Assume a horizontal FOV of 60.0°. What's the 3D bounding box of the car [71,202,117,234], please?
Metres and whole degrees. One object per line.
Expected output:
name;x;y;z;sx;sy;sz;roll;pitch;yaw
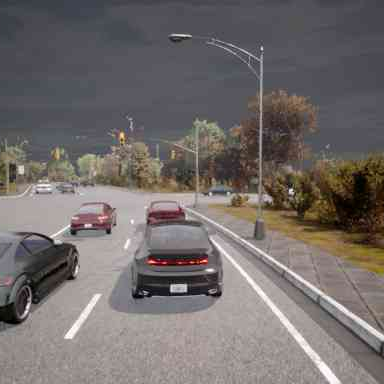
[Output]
car;-4.913;1.241;16.936;1.812;1.442;4.674;0;2;-8

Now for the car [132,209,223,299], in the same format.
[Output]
car;-0.401;1.428;8.340;1.837;1.490;4.892;0;1;-4

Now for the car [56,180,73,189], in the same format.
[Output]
car;-23.609;-1.009;61.677;1.837;1.490;4.892;-1;4;-24

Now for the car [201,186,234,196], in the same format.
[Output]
car;3.701;-0.171;48.594;4.892;1.490;1.837;0;3;-22

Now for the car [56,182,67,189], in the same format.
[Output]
car;-27.857;-1.373;70.905;1.895;1.301;4.718;-1;3;-25

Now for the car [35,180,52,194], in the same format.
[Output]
car;-23.497;-0.835;52.771;2.150;2.045;5.566;-1;3;-24

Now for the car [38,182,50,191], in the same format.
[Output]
car;-27.502;-1.041;61.803;1.882;1.535;5.008;-1;3;-24

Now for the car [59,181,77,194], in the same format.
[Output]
car;-19.856;-0.549;53.177;1.812;1.442;4.674;-1;3;-23

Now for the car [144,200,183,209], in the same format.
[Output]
car;-1.452;1.169;17.396;1.882;1.535;5.008;0;2;-8

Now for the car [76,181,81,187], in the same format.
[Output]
car;-29.078;-1.996;81.779;1.837;1.490;4.892;-1;3;-25

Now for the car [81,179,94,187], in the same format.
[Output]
car;-25.920;-2.347;83.272;2.150;2.045;5.566;-1;3;-25

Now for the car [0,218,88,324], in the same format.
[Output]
car;-3.846;1.516;7.021;1.994;1.385;4.181;0;1;-2
